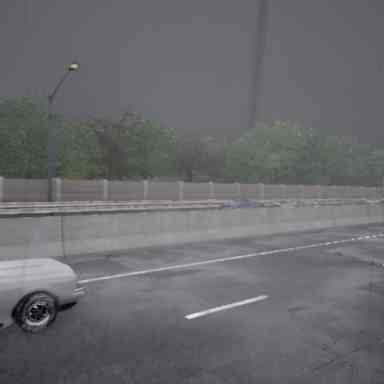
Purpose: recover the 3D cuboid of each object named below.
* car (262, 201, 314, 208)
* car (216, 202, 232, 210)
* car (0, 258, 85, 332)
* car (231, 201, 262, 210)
[{"bbox_3d":[8.312,1.493,27.100,5.008,1.535,1.882,0,0,-35],"label":"car"},{"bbox_3d":[4.852,1.564,33.227,5.357,1.411,2.033,0,0,-35],"label":"car"},{"bbox_3d":[-4.221,1.600,5.154,4.718,1.301,1.895,0,0,-36],"label":"car"},{"bbox_3d":[6.162,1.616,29.866,4.718,1.301,1.895,0,0,-35],"label":"car"}]
